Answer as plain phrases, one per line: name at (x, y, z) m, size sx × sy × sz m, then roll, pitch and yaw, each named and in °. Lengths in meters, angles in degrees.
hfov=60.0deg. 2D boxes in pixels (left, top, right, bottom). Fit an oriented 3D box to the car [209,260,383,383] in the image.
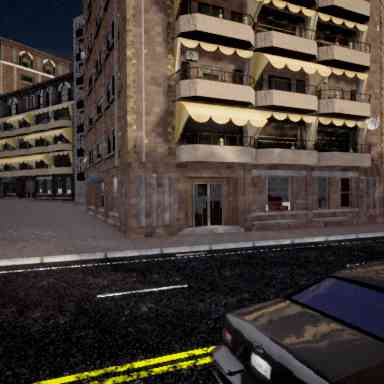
car at (2.892, 1.546, 3.881) m, size 5.357 × 1.411 × 2.033 m, roll 0°, pitch 0°, yaw -24°
